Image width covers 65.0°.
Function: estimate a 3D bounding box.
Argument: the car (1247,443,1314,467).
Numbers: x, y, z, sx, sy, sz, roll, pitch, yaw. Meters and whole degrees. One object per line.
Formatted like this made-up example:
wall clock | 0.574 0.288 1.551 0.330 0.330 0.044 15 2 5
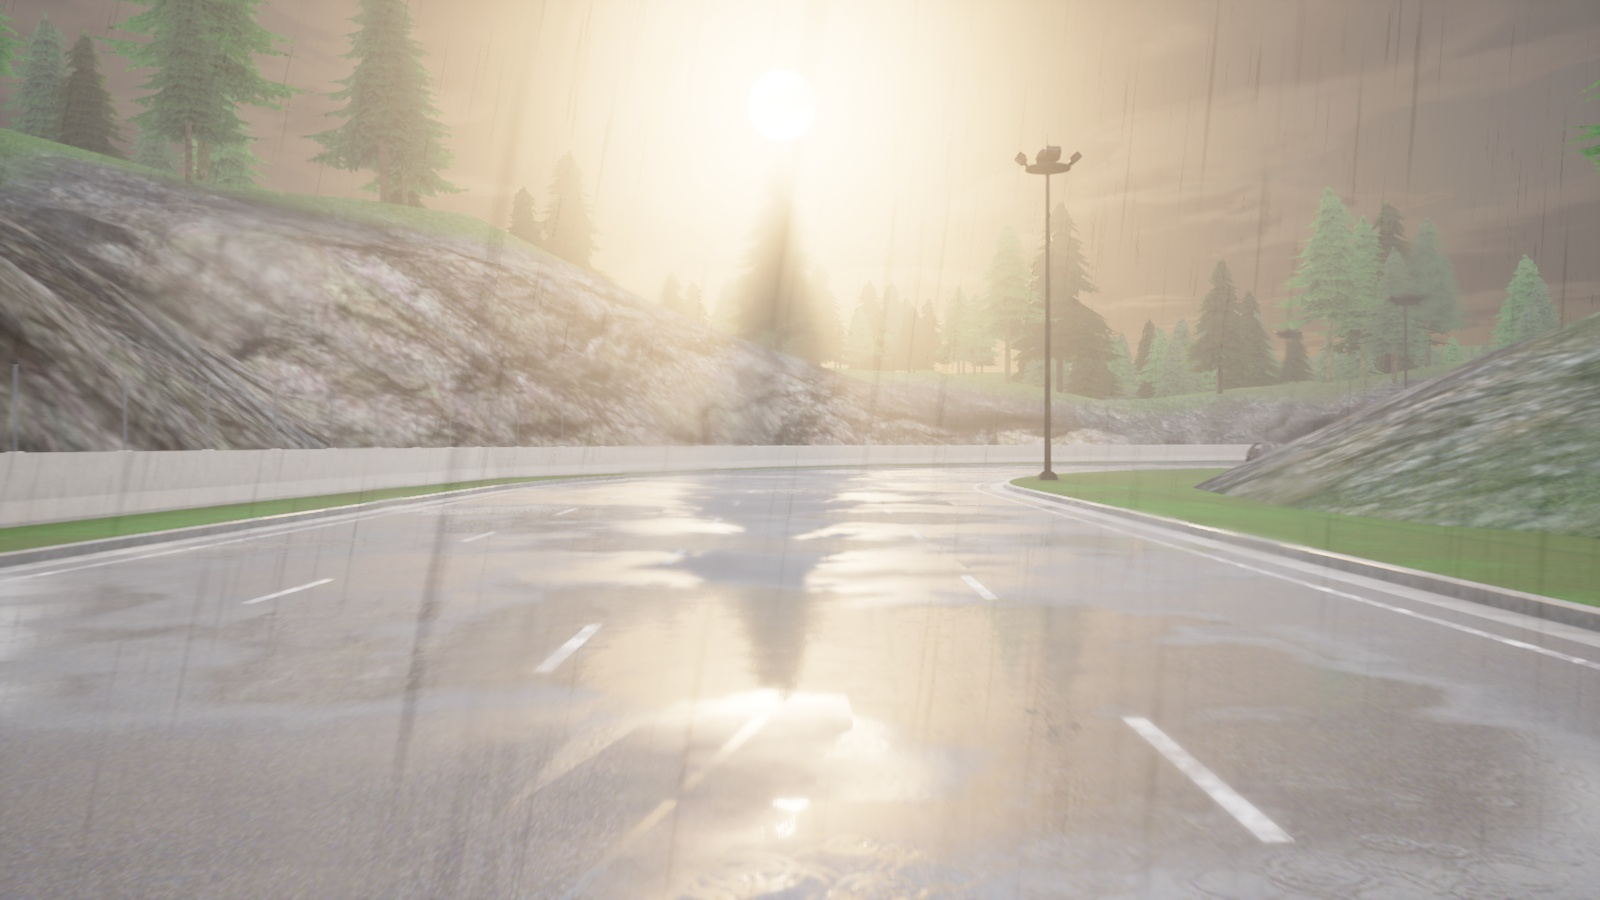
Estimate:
car | 30.762 0.333 80.478 3.633 1.501 1.845 0 0 -15
